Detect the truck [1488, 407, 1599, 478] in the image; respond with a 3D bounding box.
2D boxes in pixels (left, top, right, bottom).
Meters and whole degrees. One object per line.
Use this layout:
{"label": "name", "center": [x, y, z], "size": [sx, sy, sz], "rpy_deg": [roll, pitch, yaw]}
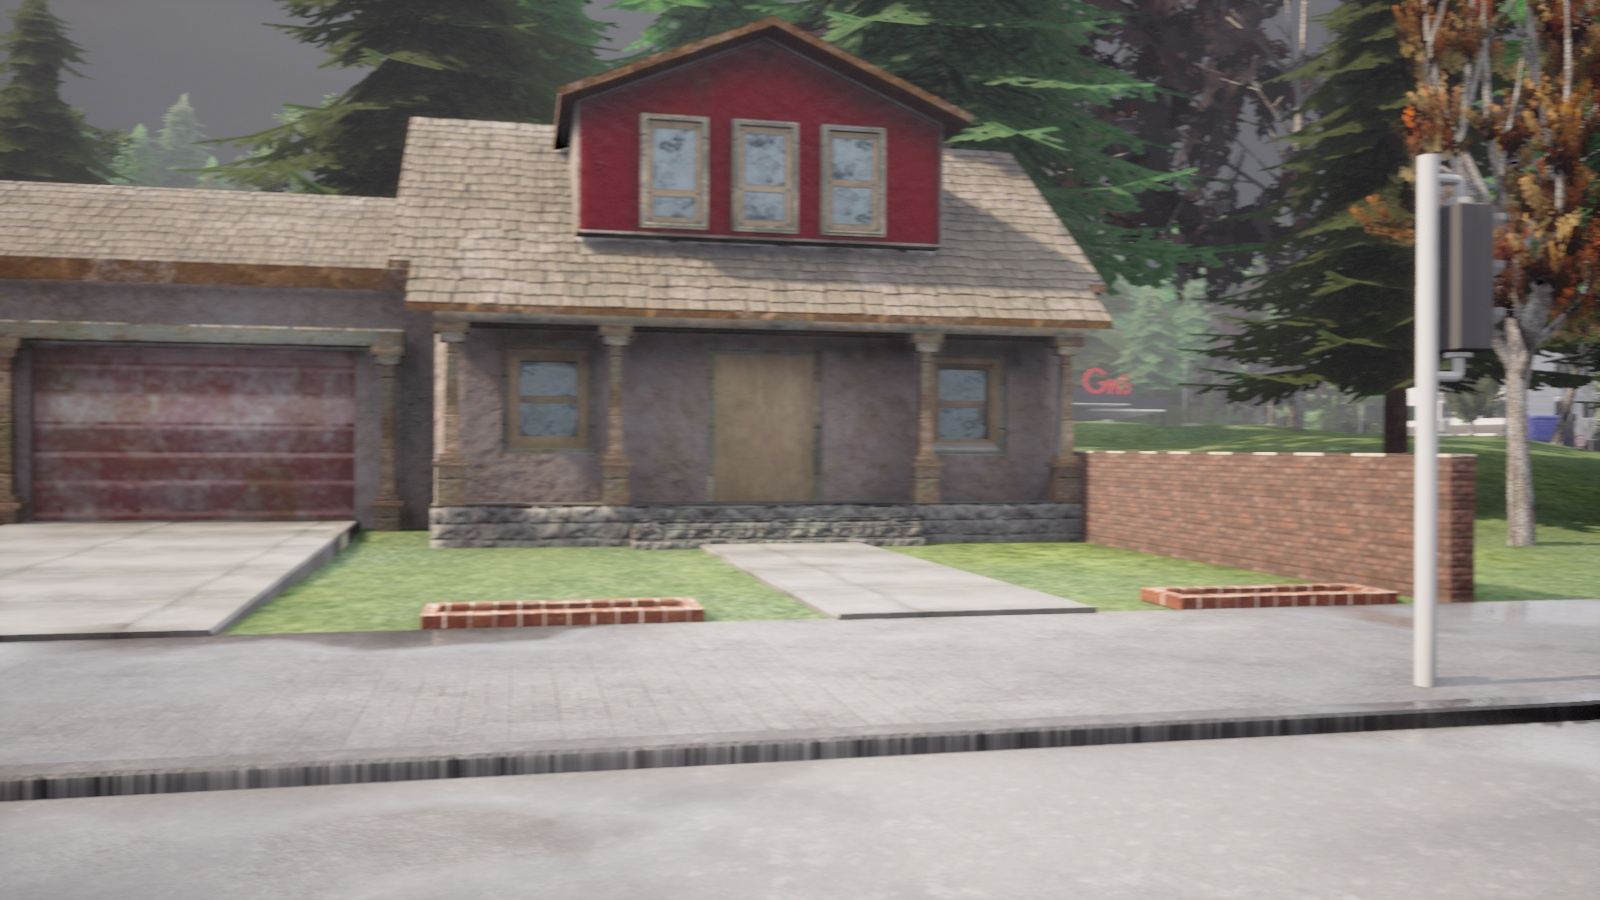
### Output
{"label": "truck", "center": [39.446, -0.357, 64.294], "size": [2.891, 3.462, 7.936], "rpy_deg": [0, 0, -13]}
